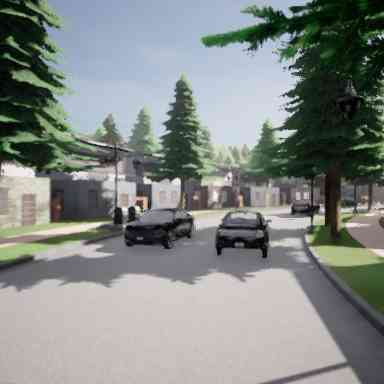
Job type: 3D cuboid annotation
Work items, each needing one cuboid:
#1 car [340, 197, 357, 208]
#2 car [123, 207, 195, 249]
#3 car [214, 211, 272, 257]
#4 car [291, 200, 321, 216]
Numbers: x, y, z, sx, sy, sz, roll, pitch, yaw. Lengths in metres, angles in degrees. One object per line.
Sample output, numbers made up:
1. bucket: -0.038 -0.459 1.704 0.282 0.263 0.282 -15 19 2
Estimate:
1. car: 22.345 1.467 49.255 4.553 1.767 2.097 0 0 -36
2. car: -1.271 1.465 14.762 1.882 1.535 5.008 0 0 16
3. car: 2.089 1.499 13.142 2.128 1.511 4.902 0 0 13
4. car: 11.292 1.543 32.821 2.128 1.511 4.902 1 0 35
